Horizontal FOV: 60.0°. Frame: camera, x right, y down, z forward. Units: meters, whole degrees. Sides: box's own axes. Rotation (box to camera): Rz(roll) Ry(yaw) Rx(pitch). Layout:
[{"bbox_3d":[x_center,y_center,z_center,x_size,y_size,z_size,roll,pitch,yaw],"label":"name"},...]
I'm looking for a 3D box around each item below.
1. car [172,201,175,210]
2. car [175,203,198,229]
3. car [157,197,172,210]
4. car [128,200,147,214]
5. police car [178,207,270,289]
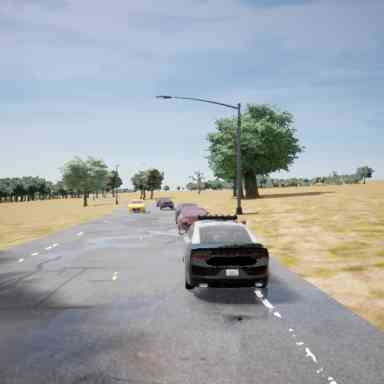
[{"bbox_3d":[-0.363,1.577,25.325,1.837,1.490,4.892,0,0,-5],"label":"car"},{"bbox_3d":[0.098,1.579,19.308,1.812,1.442,4.674,0,0,-4],"label":"car"},{"bbox_3d":[-3.536,1.705,46.160,1.837,1.490,4.892,0,-1,-7],"label":"car"},{"bbox_3d":[-6.164,1.602,37.557,1.882,1.535,5.008,0,0,-6],"label":"car"},{"bbox_3d":[0.695,1.447,9.378,1.930,1.638,5.238,0,0,-3],"label":"police car"}]
